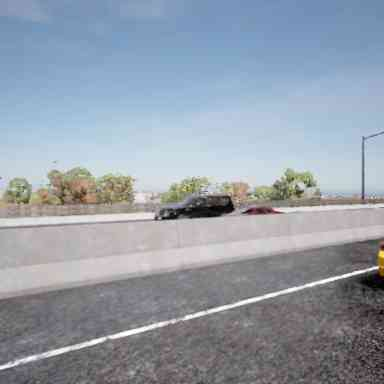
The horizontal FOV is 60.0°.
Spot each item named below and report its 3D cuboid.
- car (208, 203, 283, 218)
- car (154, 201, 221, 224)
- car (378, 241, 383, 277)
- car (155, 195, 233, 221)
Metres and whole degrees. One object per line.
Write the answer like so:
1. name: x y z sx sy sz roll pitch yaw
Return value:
1. car: 3.468 1.527 19.274 4.674 1.442 1.812 0 0 -35
2. car: -0.287 1.505 25.190 4.892 1.490 1.837 0 0 -35
3. car: 6.728 1.479 8.491 5.008 1.535 1.882 0 0 -35
4. car: 0.362 1.221 21.375 5.566 2.045 2.150 0 0 -35
